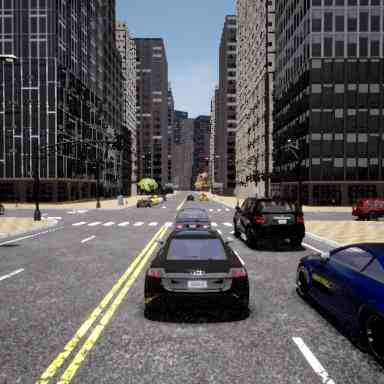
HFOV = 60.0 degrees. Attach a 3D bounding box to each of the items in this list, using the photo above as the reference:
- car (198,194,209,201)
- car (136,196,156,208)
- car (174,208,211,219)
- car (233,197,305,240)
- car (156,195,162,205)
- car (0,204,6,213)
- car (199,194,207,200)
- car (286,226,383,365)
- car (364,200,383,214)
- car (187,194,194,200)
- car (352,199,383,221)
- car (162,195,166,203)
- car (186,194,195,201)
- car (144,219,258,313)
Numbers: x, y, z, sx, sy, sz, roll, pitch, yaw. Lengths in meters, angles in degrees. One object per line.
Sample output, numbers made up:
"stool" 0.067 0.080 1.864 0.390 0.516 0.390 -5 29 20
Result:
"car" 2.903 1.396 78.624 1.882 1.535 5.008 0 0 0
"car" -6.803 1.530 48.153 1.994 1.385 4.181 0 0 0
"car" 0.025 1.538 16.978 2.033 1.411 5.357 0 0 0
"car" 3.308 1.213 15.207 2.150 2.045 5.566 0 0 -2
"car" -6.835 1.433 57.082 1.882 1.535 5.008 0 0 0
"car" -19.939 1.345 30.916 4.892 1.490 1.837 1 1 1
"car" 2.857 1.243 89.041 1.837 1.490 4.892 0 0 0
"car" 3.334 1.561 5.786 1.994 1.385 4.181 0 0 -1
"car" 21.650 1.643 36.204 4.829 1.417 1.752 1 0 1
"car" -0.395 1.387 89.445 1.882 1.535 5.008 0 0 0
"car" 16.078 1.520 27.892 5.009 1.841 2.192 1 0 1
"car" -6.824 1.469 66.530 1.812 1.442 4.674 0 0 0
"car" -0.351 1.426 79.386 1.837 1.490 4.892 0 0 0
"car" 0.068 1.560 7.756 1.994 1.385 4.181 0 0 -1
